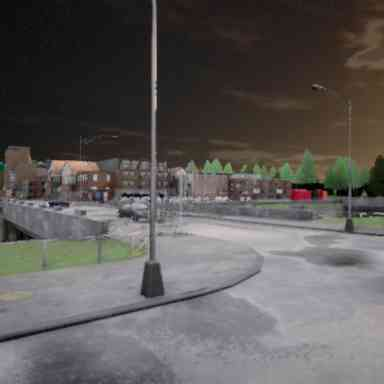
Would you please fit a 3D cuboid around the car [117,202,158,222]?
[{"bbox_3d":[-4.533,1.574,27.074,1.812,1.442,4.674,0,0,-36],"label":"car"}]

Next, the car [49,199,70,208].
[{"bbox_3d":[-18.655,1.652,46.947,1.895,1.301,4.718,0,0,-35],"label":"car"}]
